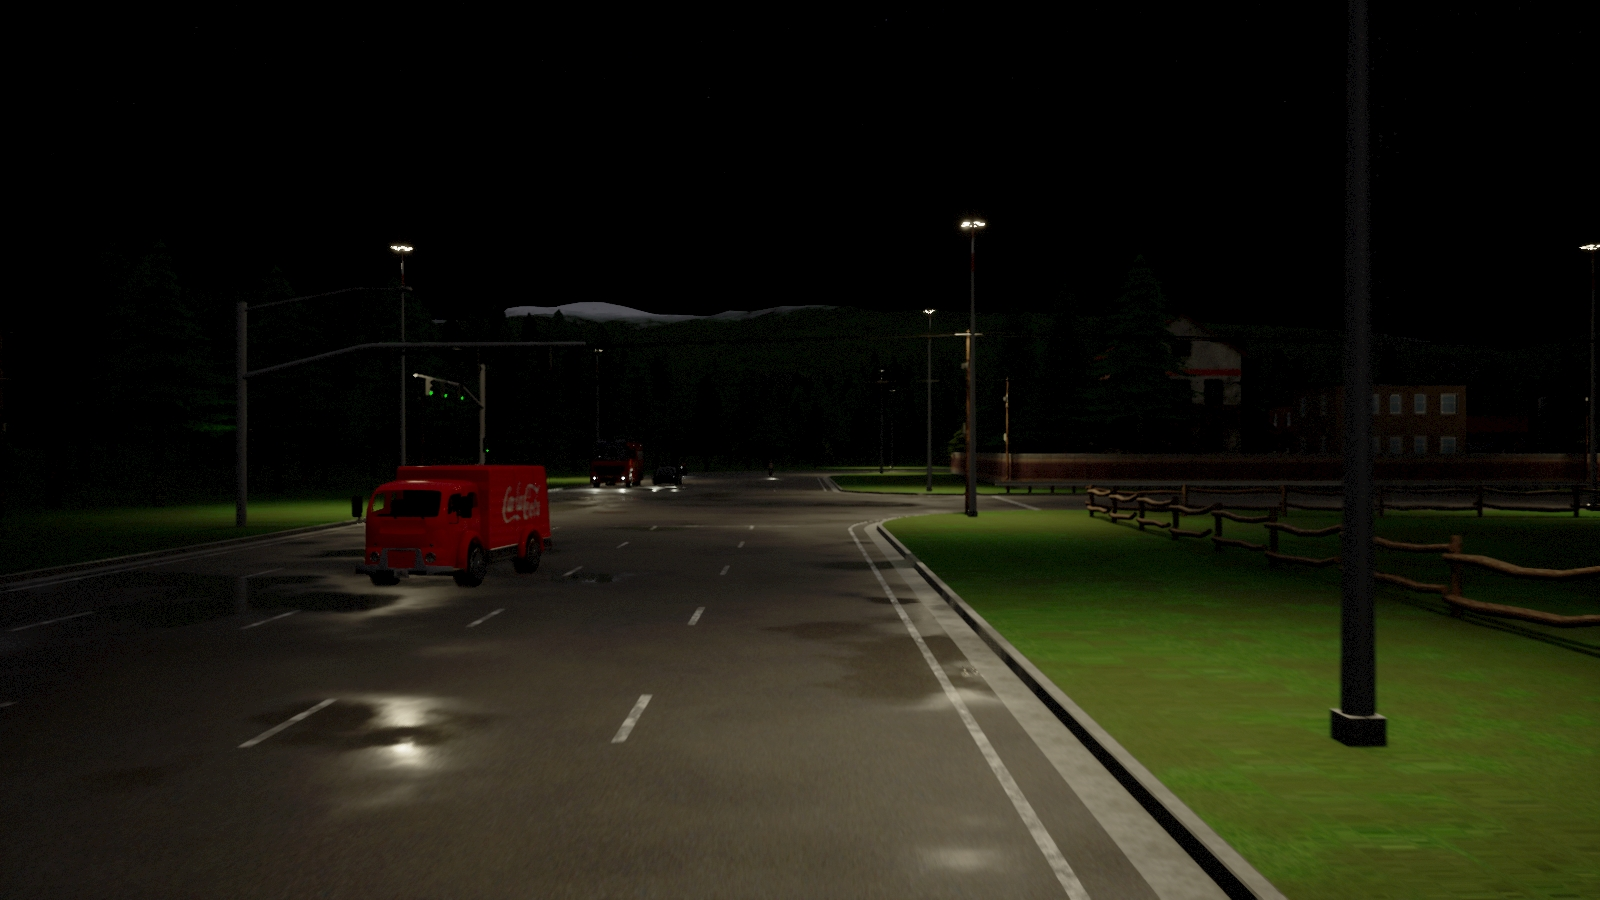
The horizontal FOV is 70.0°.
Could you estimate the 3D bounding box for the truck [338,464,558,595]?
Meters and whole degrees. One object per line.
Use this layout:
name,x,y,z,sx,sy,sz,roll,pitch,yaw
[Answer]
truck,-7.419,1.567,24.829,2.627,2.467,5.204,0,0,8
